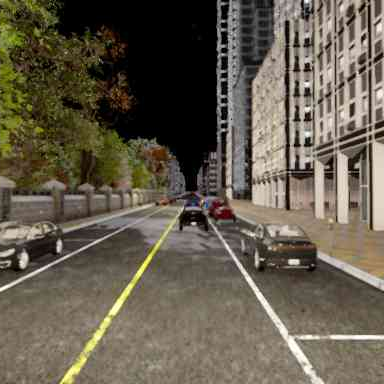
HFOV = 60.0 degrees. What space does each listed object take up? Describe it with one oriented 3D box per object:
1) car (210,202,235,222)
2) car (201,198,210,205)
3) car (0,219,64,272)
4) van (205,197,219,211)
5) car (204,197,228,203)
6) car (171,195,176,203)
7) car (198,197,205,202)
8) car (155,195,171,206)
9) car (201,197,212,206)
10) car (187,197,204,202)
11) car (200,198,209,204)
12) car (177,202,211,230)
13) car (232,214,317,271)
[{"bbox_3d":[2.699,1.761,28.009,1.802,1.307,4.206,0,0,0],"label":"car"},{"bbox_3d":[2.704,1.908,67.949,1.752,1.417,4.829,1,0,0],"label":"car"},{"bbox_3d":[-5.683,1.624,10.996,2.008,1.369,4.403,0,0,0],"label":"car"},{"bbox_3d":[2.703,1.612,45.055,1.690,1.788,3.998,1,0,0],"label":"van"},{"bbox_3d":[2.702,1.526,33.694,2.192,1.841,5.009,0,0,0],"label":"car"},{"bbox_3d":[-5.673,1.746,79.189,2.192,1.841,5.009,1,0,0],"label":"car"},{"bbox_3d":[2.707,2.074,95.446,1.802,1.307,4.206,1,0,0],"label":"car"},{"bbox_3d":[-5.675,1.671,62.142,2.192,1.841,5.009,1,0,0],"label":"car"},{"bbox_3d":[2.704,1.796,62.099,1.967,1.590,4.097,1,0,0],"label":"car"},{"bbox_3d":[0.106,1.601,40.708,2.097,1.767,4.553,0,0,0],"label":"car"},{"bbox_3d":[2.704,1.973,73.459,1.947,1.339,4.313,1,0,0],"label":"car"},{"bbox_3d":[0.101,1.651,22.430,1.837,1.490,4.892,0,0,0],"label":"car"},{"bbox_3d":[2.697,1.624,10.969,2.008,1.369,4.403,0,0,0],"label":"car"}]
